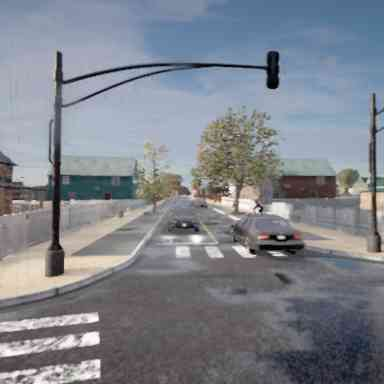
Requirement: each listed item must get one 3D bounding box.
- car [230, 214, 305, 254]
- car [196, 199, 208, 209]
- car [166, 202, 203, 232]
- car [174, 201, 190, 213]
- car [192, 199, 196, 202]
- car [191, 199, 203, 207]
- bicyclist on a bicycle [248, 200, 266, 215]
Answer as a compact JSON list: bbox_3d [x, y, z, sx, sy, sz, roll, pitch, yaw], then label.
[{"bbox_3d":[2.904,1.633,13.911,2.033,1.411,5.357,0,-1,-4],"label":"car"},{"bbox_3d":[1.375,1.852,50.642,2.033,1.411,5.357,0,0,-3],"label":"car"},{"bbox_3d":[-0.516,1.620,21.127,1.837,1.490,4.892,0,0,-2],"label":"car"},{"bbox_3d":[-1.218,1.832,40.905,1.895,1.301,4.718,0,0,-2],"label":"car"},{"bbox_3d":[-0.871,1.652,31.019,1.882,1.535,5.008,0,0,-2],"label":"car"},{"bbox_3d":[0.909,1.961,60.961,1.895,1.301,4.718,0,0,-2],"label":"car"},{"bbox_3d":[5.173,1.482,26.156,1.656,1.620,0.582,0,-1,-2],"label":"bicyclist on a bicycle"}]
